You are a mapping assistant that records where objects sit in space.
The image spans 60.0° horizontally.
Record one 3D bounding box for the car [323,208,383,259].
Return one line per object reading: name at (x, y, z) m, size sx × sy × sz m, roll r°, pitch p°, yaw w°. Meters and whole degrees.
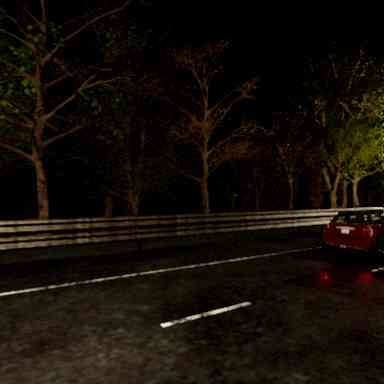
car at (7.354, 1.490, 13.458) m, size 4.553 × 1.767 × 2.097 m, roll 1°, pitch -1°, yaw -36°
